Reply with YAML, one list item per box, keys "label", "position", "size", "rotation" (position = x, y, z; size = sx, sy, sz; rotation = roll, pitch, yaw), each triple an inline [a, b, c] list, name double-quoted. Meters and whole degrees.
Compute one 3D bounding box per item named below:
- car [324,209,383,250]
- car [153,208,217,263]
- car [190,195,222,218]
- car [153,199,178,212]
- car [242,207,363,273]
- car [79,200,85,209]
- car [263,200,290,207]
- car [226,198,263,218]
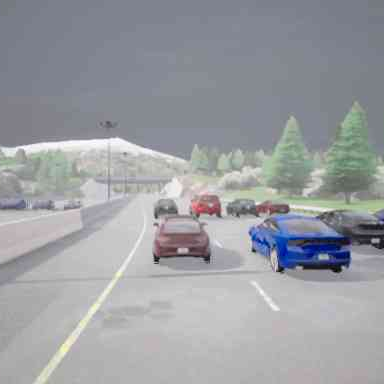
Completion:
- label: "car"
  position: [6.431, 1.509, 14.376]
  size: [1.837, 1.490, 4.892]
  rotation: [0, 0, -4]
- label: "car"
  position: [-0.412, 1.538, 11.942]
  size: [1.812, 1.442, 4.674]
  rotation: [0, 0, -4]
- label: "car"
  position: [1.166, 1.248, 30.095]
  size: [2.150, 2.045, 5.566]
  rotation: [0, 0, -8]
- label: "car"
  position: [-2.495, 1.384, 30.823]
  size: [2.097, 1.767, 4.553]
  rotation: [0, 0, -8]
- label: "car"
  position: [3.170, 1.483, 10.823]
  size: [1.882, 1.535, 5.008]
  rotation: [0, 0, -3]
- label: "car"
  position: [-15.052, 1.663, 42.547]
  size: [1.895, 1.301, 4.718]
  rotation: [0, 0, -9]
- label: "car"
  position: [7.853, 1.497, 32.671]
  size: [1.882, 1.535, 5.008]
  rotation: [0, 0, -8]
- label: "car"
  position: [4.569, 1.374, 30.846]
  size: [2.097, 1.767, 4.553]
  rotation: [0, 0, -8]
